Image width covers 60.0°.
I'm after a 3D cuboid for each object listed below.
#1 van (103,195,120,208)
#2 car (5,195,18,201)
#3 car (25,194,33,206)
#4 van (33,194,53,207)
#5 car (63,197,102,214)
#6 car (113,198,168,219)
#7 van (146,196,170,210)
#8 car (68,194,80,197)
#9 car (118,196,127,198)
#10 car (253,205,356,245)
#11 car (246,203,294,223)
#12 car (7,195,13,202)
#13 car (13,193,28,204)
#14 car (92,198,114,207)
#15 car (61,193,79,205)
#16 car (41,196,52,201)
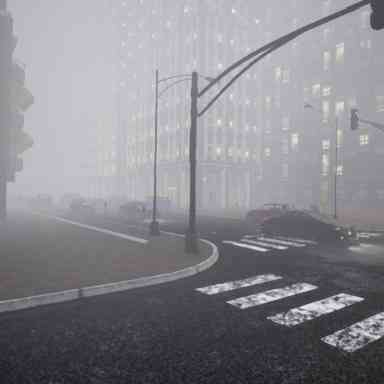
[{"bbox_3d":[-10.592,1.368,46.961,1.690,1.788,3.998,1,-1,-35],"label":"van"},{"bbox_3d":[-40.313,1.378,74.353,2.008,1.369,4.403,1,-1,-35],"label":"car"},{"bbox_3d":[-23.968,1.432,51.321,1.802,1.307,4.206,1,-1,-35],"label":"car"},{"bbox_3d":[-20.694,1.197,46.718,1.690,1.788,3.998,1,-1,-35],"label":"van"},{"bbox_3d":[-10.890,1.427,32.897,2.008,1.369,4.403,1,-1,-35],"label":"car"},{"bbox_3d":[-4.552,1.485,28.444,2.033,1.411,5.357,1,-1,-35],"label":"car"},{"bbox_3d":[-4.053,1.382,37.748,1.690,1.788,3.998,1,-1,-35],"label":"van"},{"bbox_3d":[-13.377,1.395,40.911,1.882,1.535,5.008,1,-1,-35],"label":"car"},{"bbox_3d":[-7.326,1.584,42.352,2.008,1.369,4.403,1,-1,-35],"label":"car"},{"bbox_3d":[5.307,1.543,15.532,1.994,1.385,4.181,1,0,-43],"label":"car"},{"bbox_3d":[5.753,1.505,23.928,1.967,1.590,4.097,1,-1,-35],"label":"car"},{"bbox_3d":[-37.045,1.397,69.747,1.947,1.339,4.313,1,-1,-35],"label":"car"},{"bbox_3d":[-30.502,1.155,60.537,2.192,1.841,5.009,1,-1,-35],"label":"car"},{"bbox_3d":[-13.866,1.587,51.565,1.947,1.339,4.313,1,-1,-35],"label":"car"},{"bbox_3d":[-20.507,1.182,56.287,2.150,2.045,5.566,1,-1,-35],"label":"car"},{"bbox_3d":[-36.751,1.570,83.808,1.802,1.307,4.206,1,-1,-35],"label":"car"}]
